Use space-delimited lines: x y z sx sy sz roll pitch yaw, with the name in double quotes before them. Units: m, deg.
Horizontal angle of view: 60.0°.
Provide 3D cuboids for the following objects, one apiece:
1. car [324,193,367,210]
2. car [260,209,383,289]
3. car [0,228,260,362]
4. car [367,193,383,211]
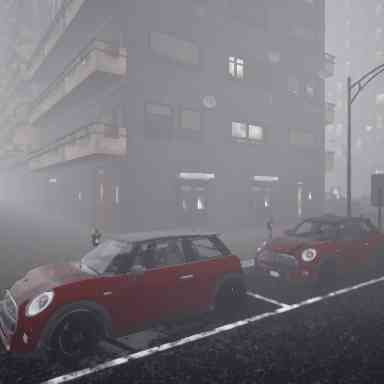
"car" 12.477 1.010 30.038 2.192 1.841 5.009 2 0 -36
"car" 3.601 1.438 9.127 4.097 1.590 1.967 0 0 -35
"car" -1.025 1.438 5.827 4.097 1.590 1.967 0 0 -36
"car" 19.220 1.031 35.013 2.192 1.841 5.009 1 0 -36
